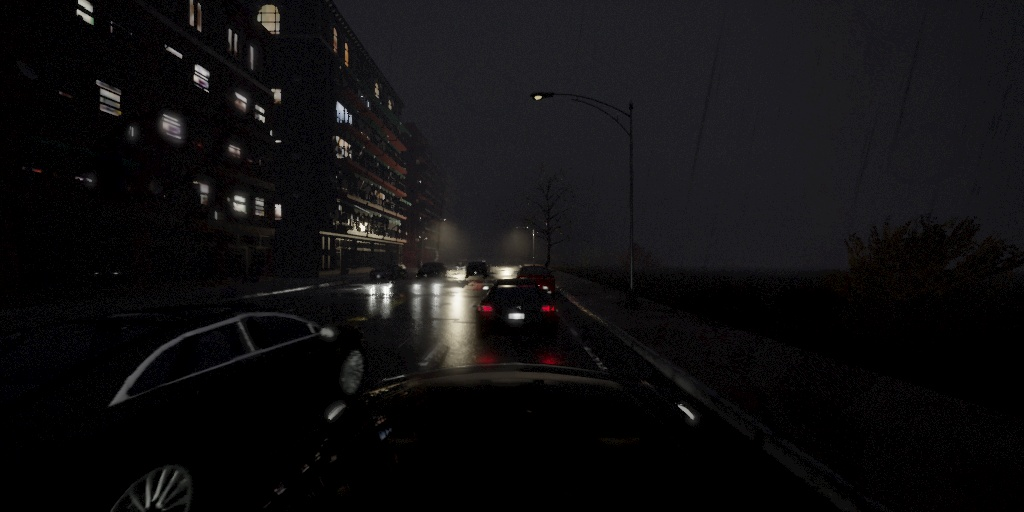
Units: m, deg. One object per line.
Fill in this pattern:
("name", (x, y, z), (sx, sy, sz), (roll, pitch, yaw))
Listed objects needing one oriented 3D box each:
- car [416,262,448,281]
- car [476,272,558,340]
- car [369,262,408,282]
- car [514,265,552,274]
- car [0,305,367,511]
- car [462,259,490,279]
("car", (-6.587, 1.257, 29.817), (1.837, 1.490, 4.892), (0, 0, 0))
("car", (0.105, 1.315, 10.024), (1.994, 1.385, 4.181), (0, 0, 0))
("car", (-9.838, 1.244, 28.875), (2.128, 1.511, 4.902), (0, 0, 0))
("car", (1.145, 1.230, 18.944), (1.882, 1.535, 5.008), (0, 0, 0))
("car", (-3.151, 1.241, 3.627), (2.128, 1.511, 4.902), (0, 0, 0))
("car", (-3.135, 1.251, 33.009), (1.837, 1.490, 4.892), (0, -2, 0))
